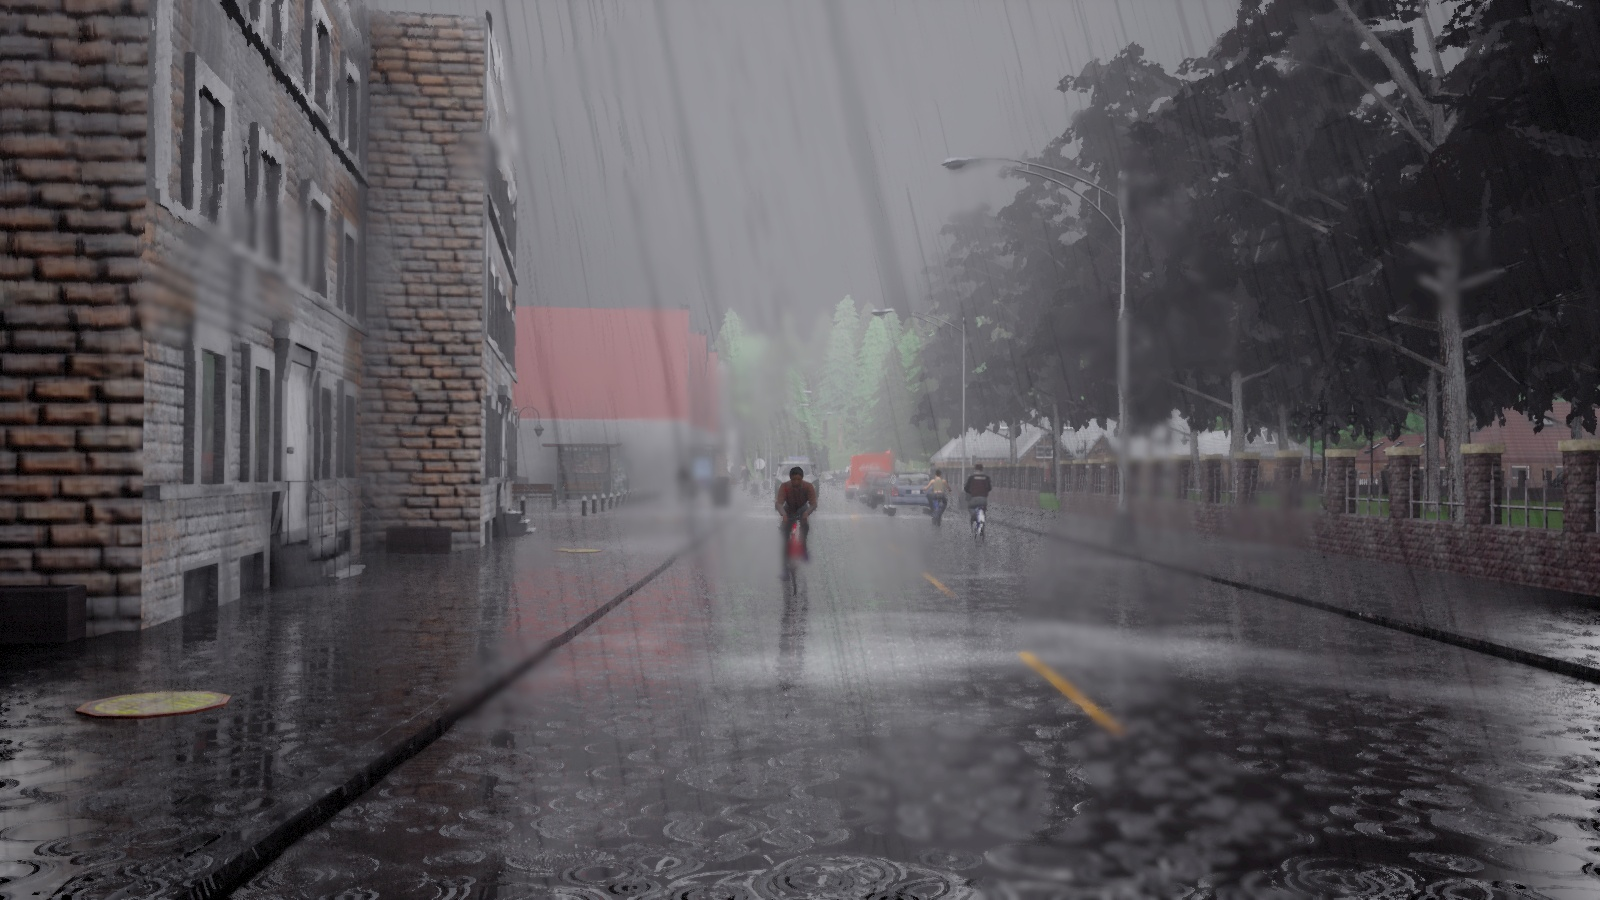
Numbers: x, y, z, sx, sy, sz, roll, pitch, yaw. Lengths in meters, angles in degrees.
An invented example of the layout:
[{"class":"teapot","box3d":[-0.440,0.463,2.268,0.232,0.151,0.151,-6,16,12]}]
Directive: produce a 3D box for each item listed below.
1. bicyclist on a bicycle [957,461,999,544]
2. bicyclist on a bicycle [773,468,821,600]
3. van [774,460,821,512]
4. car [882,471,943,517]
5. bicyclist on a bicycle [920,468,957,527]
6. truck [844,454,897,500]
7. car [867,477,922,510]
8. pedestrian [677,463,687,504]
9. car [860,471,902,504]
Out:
[{"class":"bicyclist on a bicycle","box3d":[3.933,1.137,27.849,0.659,1.776,1.843,0,-1,0]},{"class":"bicyclist on a bicycle","box3d":[-0.039,1.041,16.264,0.582,1.620,1.656,0,-1,0]},{"class":"van","box3d":[-0.104,1.406,49.969,1.775,1.987,4.442,0,-1,0]},{"class":"car","box3d":[3.902,1.517,44.030,1.789,1.549,3.705,0,-1,0]},{"class":"bicyclist on a bicycle","box3d":[3.912,1.334,35.664,0.866,1.612,1.509,0,-1,0]},{"class":"truck","box3d":[3.877,1.482,69.708,2.627,2.467,5.204,0,-1,0]},{"class":"car","box3d":[3.896,1.780,52.485,1.895,1.301,4.718,0,-1,0]},{"class":"pedestrian","box3d":[-5.342,1.493,56.865,0.431,1.840,0.703,0,-1,-1]},{"class":"car","box3d":[3.887,1.800,60.942,1.789,1.549,3.705,0,-1,0]}]
